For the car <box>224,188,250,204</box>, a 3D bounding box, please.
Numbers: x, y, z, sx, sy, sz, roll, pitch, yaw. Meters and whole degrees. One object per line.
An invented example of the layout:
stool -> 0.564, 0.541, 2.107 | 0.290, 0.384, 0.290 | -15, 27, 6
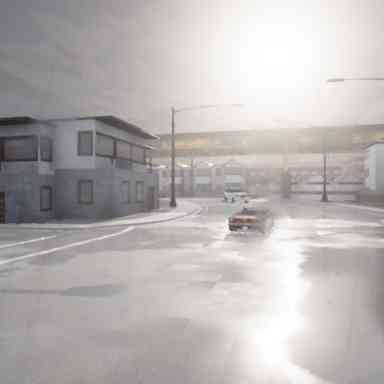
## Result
car -> 5.952, 0.448, 44.847 | 2.150, 2.045, 5.566 | 1, 1, -12

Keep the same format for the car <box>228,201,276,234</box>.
car -> 3.479, 1.449, 18.675 | 1.895, 1.301, 4.718 | 1, 2, 22

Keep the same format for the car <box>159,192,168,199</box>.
car -> -6.827, 0.620, 67.294 | 4.181, 1.385, 1.994 | -1, -1, 43
